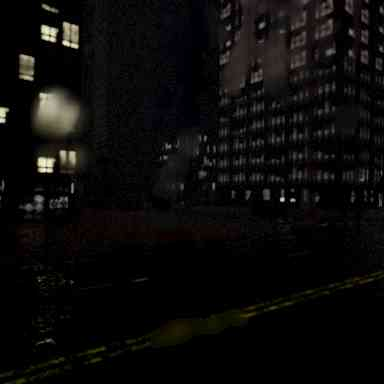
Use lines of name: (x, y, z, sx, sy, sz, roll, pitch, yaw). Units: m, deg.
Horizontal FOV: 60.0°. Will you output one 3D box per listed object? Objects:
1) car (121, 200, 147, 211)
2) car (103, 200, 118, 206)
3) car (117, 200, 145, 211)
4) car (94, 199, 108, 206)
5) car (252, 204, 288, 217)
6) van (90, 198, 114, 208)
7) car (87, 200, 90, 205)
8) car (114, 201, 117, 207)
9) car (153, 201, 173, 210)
car: (-8.961, 2.007, 51.241, 1.882, 1.535, 5.008, 2, -1, -36)
car: (-18.076, 2.467, 73.548, 1.802, 1.307, 4.206, 1, -1, -36)
car: (-8.256, 1.865, 45.817, 1.967, 1.590, 4.097, 1, -1, -36)
car: (-21.395, 2.379, 78.112, 1.967, 1.590, 4.097, 1, -1, -36)
car: (8.588, 1.998, 37.128, 2.008, 1.369, 4.403, 1, -1, -36)
van: (-14.895, 1.876, 54.941, 1.690, 1.788, 3.998, 1, -1, -36)
car: (-24.716, 2.559, 82.672, 1.947, 1.339, 4.313, 1, -1, -36)
car: (-14.755, 2.397, 68.986, 1.947, 1.339, 4.313, 1, -1, -36)
car: (-4.796, 2.233, 55.299, 1.947, 1.339, 4.313, 1, -1, -36)
